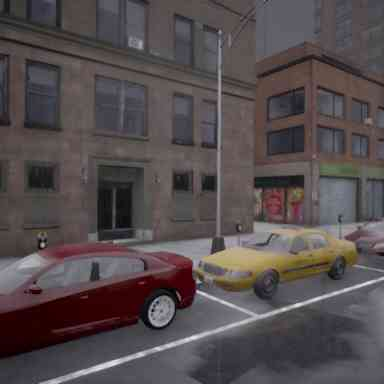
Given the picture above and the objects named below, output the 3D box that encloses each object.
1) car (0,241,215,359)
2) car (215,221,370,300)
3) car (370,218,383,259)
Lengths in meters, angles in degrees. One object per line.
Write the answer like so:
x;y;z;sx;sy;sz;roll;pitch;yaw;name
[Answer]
-2.023;1.543;5.313;4.507;1.381;1.887;0;1;-35;car
2.310;1.525;8.403;4.829;1.417;1.752;0;1;-35;car
6.921;1.583;11.693;4.206;1.307;1.802;0;1;-35;car
